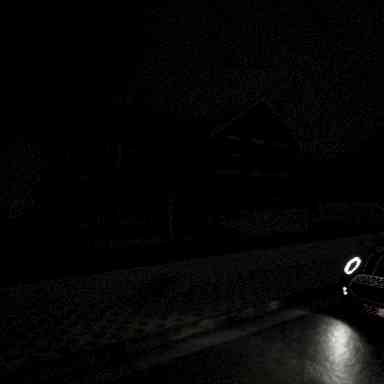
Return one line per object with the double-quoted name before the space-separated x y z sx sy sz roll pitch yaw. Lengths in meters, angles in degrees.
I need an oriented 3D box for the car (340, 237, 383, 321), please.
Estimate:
"car" 4.946 1.355 6.574 4.553 1.767 2.097 0 0 -35
